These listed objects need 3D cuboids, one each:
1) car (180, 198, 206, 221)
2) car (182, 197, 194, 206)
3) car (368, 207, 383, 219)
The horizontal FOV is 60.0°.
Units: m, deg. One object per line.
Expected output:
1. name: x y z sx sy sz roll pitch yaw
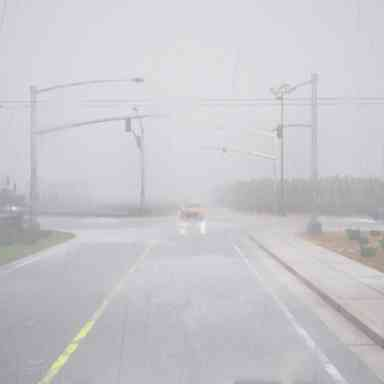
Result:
1. car: 0.197 1.553 28.078 1.882 1.535 5.008 0 1 5
2. car: -0.674 1.545 53.759 1.895 1.301 4.718 0 0 -3
3. car: 16.588 1.588 26.812 4.181 1.385 1.994 0 0 -2
